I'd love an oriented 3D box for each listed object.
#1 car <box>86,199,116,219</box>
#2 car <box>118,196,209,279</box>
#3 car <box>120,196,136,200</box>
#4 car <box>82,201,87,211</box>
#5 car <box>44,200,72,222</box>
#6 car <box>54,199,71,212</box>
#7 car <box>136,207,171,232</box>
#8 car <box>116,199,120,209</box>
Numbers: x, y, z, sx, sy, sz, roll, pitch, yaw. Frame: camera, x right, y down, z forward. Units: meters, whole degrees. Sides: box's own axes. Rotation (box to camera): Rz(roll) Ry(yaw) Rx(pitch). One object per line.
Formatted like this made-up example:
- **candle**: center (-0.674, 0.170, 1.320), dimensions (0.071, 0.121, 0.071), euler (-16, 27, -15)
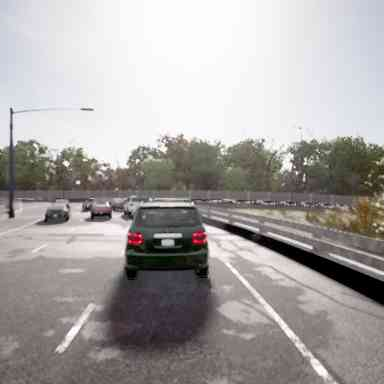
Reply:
- **car**: center (-8.645, 1.670, 31.585), dimensions (2.128, 1.511, 4.902), euler (0, 0, -16)
- **car**: center (-0.805, 1.280, 10.449), dimensions (2.150, 2.045, 5.566), euler (0, 0, -5)
- **car**: center (-5.550, 1.400, 33.357), dimensions (2.150, 2.045, 5.566), euler (0, -1, -17)
- **car**: center (-13.436, 1.850, 44.042), dimensions (1.895, 1.301, 4.718), euler (0, 0, -24)
- **car**: center (-11.293, 1.688, 28.197), dimensions (1.812, 1.442, 4.674), euler (0, 0, -16)
- **car**: center (-16.825, 1.752, 43.027), dimensions (1.837, 1.490, 4.892), euler (0, 0, -24)
- **car**: center (-2.676, 1.723, 22.176), dimensions (1.895, 1.301, 4.718), euler (0, 0, -11)
- **car**: center (-9.964, 1.742, 44.800), dimensions (2.128, 1.511, 4.902), euler (0, 0, -24)
